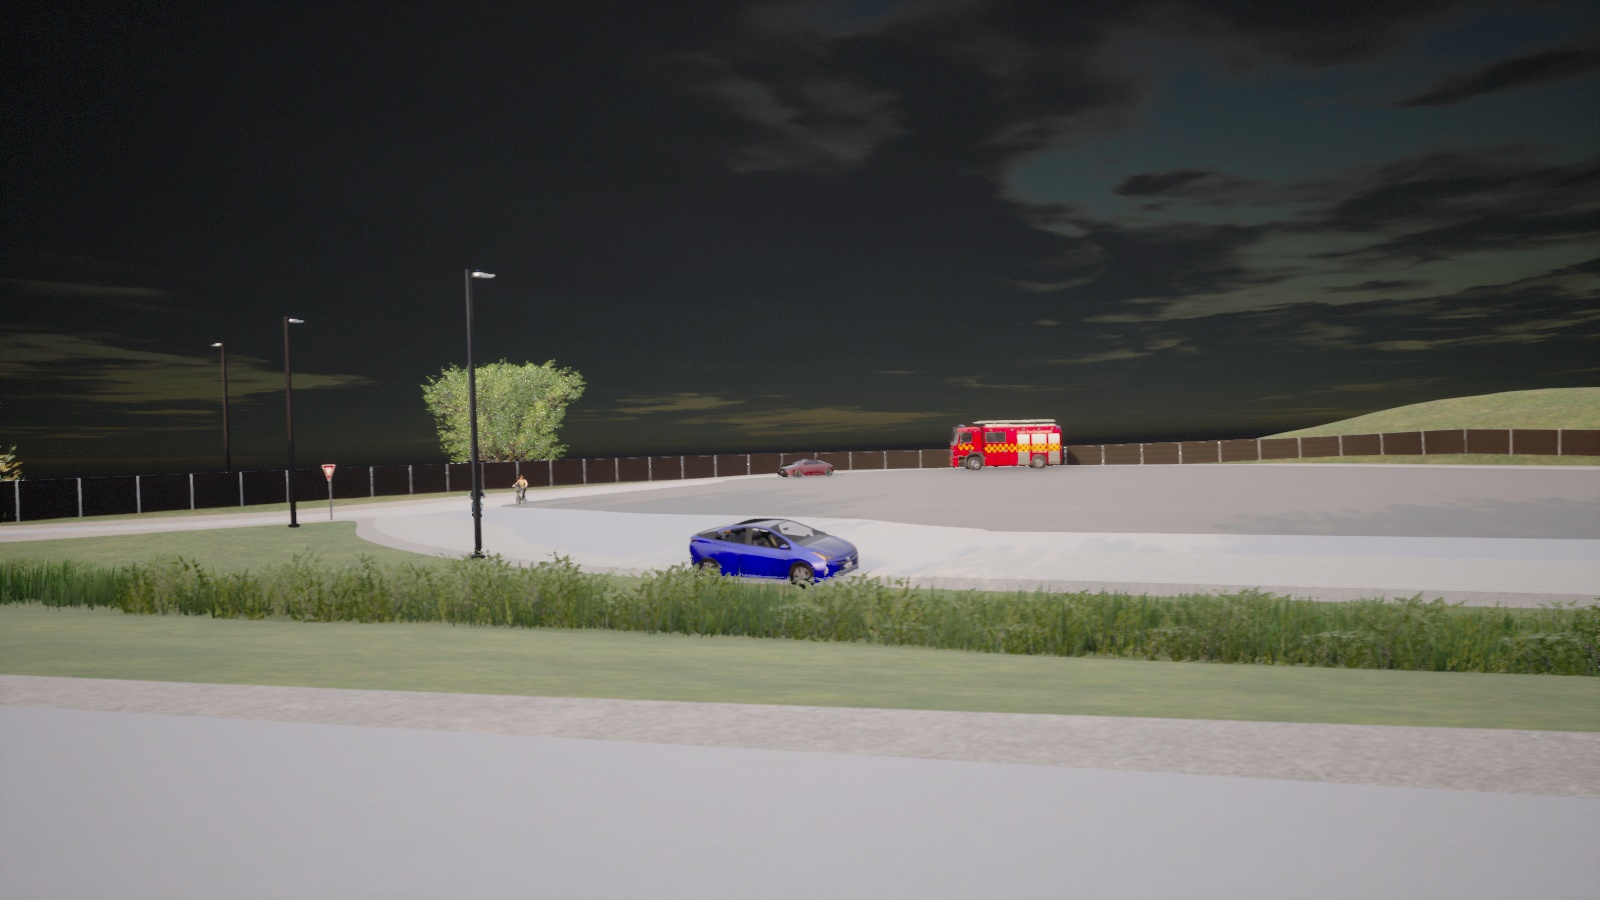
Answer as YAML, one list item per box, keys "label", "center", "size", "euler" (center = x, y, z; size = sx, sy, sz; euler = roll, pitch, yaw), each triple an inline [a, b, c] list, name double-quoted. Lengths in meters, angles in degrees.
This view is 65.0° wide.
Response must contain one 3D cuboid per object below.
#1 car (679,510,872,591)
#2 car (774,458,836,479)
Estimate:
- label: "car"
  center: [-0.658, 2.538, 32.528]
  size: [4.514, 1.525, 2.007]
  euler: [0, 8, 32]
- label: "car"
  center: [0.383, 1.372, 93.336]
  size: [4.181, 1.385, 1.994]
  euler: [-2, 2, -29]
